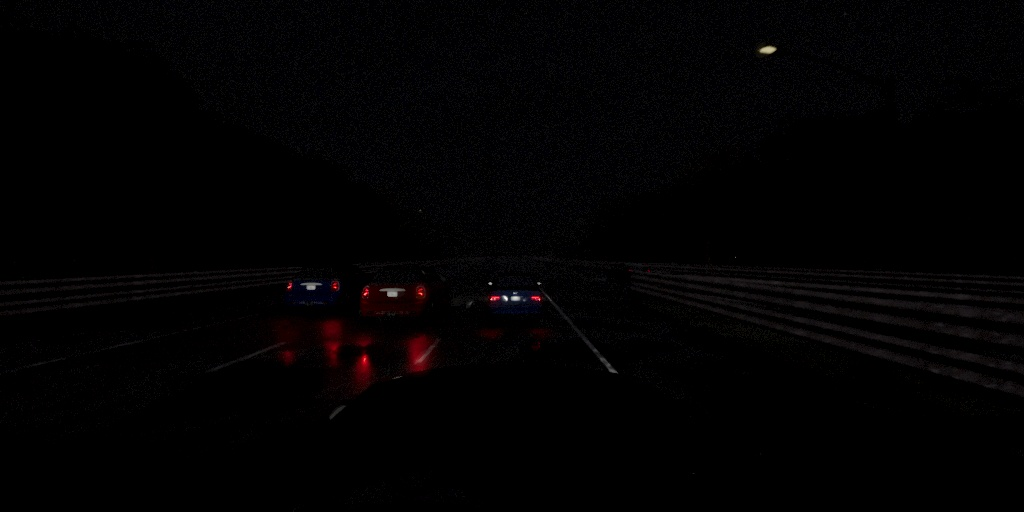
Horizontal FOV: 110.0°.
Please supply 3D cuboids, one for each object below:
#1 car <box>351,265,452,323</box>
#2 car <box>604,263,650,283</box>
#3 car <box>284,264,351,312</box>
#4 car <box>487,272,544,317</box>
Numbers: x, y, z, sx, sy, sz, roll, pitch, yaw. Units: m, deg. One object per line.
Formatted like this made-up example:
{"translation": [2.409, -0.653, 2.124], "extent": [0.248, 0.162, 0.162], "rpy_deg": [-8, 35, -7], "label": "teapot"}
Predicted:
{"translation": [-3.398, 1.105, 12.318], "extent": [2.097, 1.767, 4.553], "rpy_deg": [0, 0, 0], "label": "car"}
{"translation": [9.224, 1.317, 28.985], "extent": [2.163, 1.488, 4.792], "rpy_deg": [0, 0, -11], "label": "car"}
{"translation": [-6.897, 1.106, 14.443], "extent": [2.097, 1.767, 4.553], "rpy_deg": [0, 0, 0], "label": "car"}
{"translation": [0.103, 1.301, 13.067], "extent": [2.033, 1.411, 5.357], "rpy_deg": [0, 0, 0], "label": "car"}
